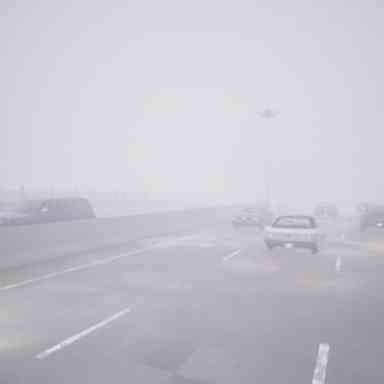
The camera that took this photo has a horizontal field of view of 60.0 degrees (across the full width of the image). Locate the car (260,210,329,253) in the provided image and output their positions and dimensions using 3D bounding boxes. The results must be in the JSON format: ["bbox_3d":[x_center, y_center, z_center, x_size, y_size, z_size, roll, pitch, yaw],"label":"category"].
[{"bbox_3d":[4.445,1.625,13.919,1.895,1.301,4.718,0,0,26],"label":"car"}]

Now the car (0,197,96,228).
[{"bbox_3d":[-6.821,1.251,15.165,2.150,2.045,5.566,0,0,26],"label":"car"}]

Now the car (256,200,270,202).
[{"bbox_3d":[11.077,2.227,52.501,2.150,2.045,5.566,0,-5,26],"label":"car"}]

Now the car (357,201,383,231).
[{"bbox_3d":[11.355,1.540,20.397,1.837,1.490,4.892,0,0,26],"label":"car"}]

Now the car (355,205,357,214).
[{"bbox_3d":[19.884,1.857,38.143,1.837,1.490,4.892,0,-3,26],"label":"car"}]

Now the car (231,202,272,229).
[{"bbox_3d":[4.097,1.585,21.302,2.033,1.411,5.357,0,0,26],"label":"car"}]

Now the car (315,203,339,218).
[{"bbox_3d":[12.624,1.667,31.021,1.895,1.301,4.718,0,-1,26],"label":"car"}]

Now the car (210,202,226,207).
[{"bbox_3d":[4.591,2.461,55.156,1.882,1.535,5.008,0,-5,26],"label":"car"}]
